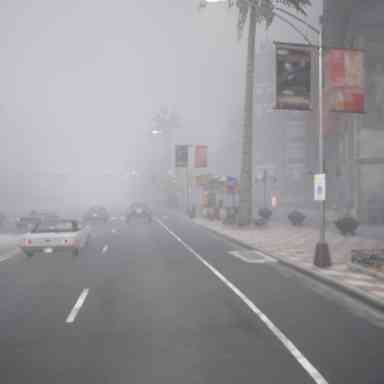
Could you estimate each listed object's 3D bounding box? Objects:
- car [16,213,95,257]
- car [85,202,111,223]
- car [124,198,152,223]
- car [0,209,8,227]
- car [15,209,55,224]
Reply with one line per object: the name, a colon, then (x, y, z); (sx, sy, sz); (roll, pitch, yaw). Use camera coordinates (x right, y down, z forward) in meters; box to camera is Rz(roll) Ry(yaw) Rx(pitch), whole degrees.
car: (-5.352, 1.754, 13.679); (1.895, 1.301, 4.718); (0, -1, -10)
car: (-8.151, 1.877, 28.734); (1.994, 1.385, 4.181); (0, 0, -10)
car: (-4.686, 1.660, 29.237); (2.097, 1.767, 4.553); (0, -1, -10)
car: (-14.171, 1.757, 22.588); (2.128, 1.511, 4.902); (0, -1, -10)
car: (-10.774, 1.866, 23.481); (1.895, 1.301, 4.718); (0, -1, -10)
